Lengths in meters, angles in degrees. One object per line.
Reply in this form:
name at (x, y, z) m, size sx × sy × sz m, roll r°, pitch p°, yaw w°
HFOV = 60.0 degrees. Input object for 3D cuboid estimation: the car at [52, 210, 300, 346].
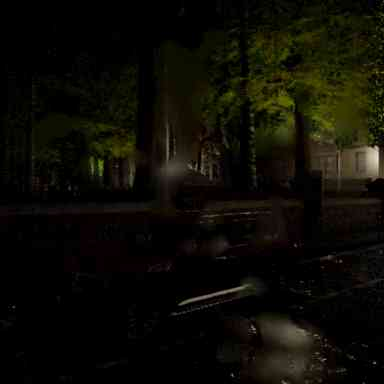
car at (0.019, 1.320, 6.549) m, size 5.009 × 1.841 × 2.192 m, roll 0°, pitch 0°, yaw -36°
